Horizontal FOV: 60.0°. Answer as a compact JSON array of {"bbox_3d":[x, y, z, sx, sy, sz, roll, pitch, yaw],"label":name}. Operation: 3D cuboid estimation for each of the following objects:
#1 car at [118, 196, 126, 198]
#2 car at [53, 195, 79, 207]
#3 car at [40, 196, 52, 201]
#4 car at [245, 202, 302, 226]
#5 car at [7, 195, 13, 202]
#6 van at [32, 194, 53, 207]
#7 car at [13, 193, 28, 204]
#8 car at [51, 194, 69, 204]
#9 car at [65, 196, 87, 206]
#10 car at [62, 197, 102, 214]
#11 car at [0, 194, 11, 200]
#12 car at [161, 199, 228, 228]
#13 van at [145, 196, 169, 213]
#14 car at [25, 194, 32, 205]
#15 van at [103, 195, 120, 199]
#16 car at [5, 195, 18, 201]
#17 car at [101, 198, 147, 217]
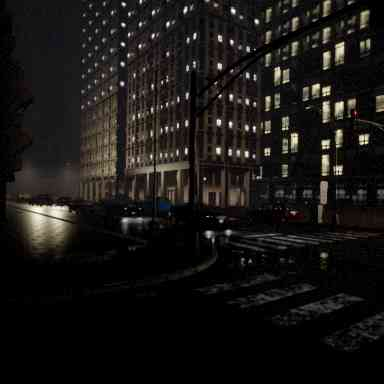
[{"bbox_3d":[-7.368,1.584,42.334,2.008,1.369,4.403,1,-1,-35],"label":"car"},{"bbox_3d":[-17.917,1.416,47.312,1.837,1.490,4.892,1,-1,-35],"label":"car"},{"bbox_3d":[-36.817,1.570,83.774,1.802,1.307,4.206,1,-1,-35],"label":"car"},{"bbox_3d":[5.721,1.505,23.917,1.967,1.590,4.097,1,-1,-35],"label":"car"},{"bbox_3d":[-37.102,1.396,69.712,1.947,1.339,4.313,1,-1,-35],"label":"car"},{"bbox_3d":[-20.739,1.197,46.692,1.690,1.788,3.998,1,-1,-35],"label":"van"},{"bbox_3d":[-30.554,1.155,60.506,2.192,1.841,5.009,1,-1,-35],"label":"car"},{"bbox_3d":[-24.925,1.307,62.575,2.097,1.767,4.553,1,-1,-35],"label":"car"},{"bbox_3d":[-18.939,1.456,54.147,2.128,1.511,4.902,1,-1,-35],"label":"car"},{"bbox_3d":[-10.927,1.427,32.876,2.008,1.369,4.403,1,-1,-35],"label":"car"},{"bbox_3d":[-46.821,1.365,83.389,1.752,1.417,4.829,1,-1,-35],"label":"car"},{"bbox_3d":[0.302,1.441,21.547,2.128,1.511,4.902,1,-1,-35],"label":"car"},{"bbox_3d":[-4.093,1.382,37.732,1.690,1.788,3.998,1,-1,-35],"label":"van"},{"bbox_3d":[-24.015,1.432,51.294,1.802,1.307,4.206,1,-1,-35],"label":"car"},{"bbox_3d":[-10.636,1.368,46.941,1.690,1.788,3.998,1,-1,-35],"label":"van"},{"bbox_3d":[-40.373,1.377,74.317,2.008,1.369,4.403,1,-1,-35],"label":"car"},{"bbox_3d":[-6.427,1.533,31.013,1.895,1.301,4.718,1,-1,-35],"label":"car"}]
